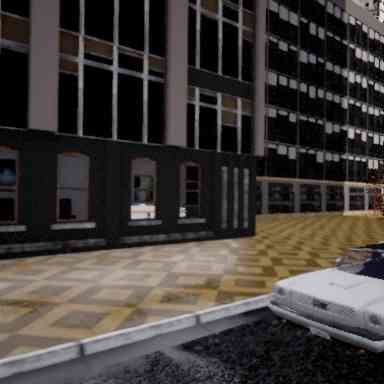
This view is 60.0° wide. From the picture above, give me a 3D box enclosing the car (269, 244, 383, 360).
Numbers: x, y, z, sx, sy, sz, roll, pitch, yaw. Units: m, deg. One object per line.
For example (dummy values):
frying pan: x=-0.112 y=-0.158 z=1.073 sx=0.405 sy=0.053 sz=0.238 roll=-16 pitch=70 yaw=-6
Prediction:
car: x=3.570 y=1.678 z=5.923 sx=4.718 sy=1.301 sz=1.895 roll=1 pitch=-1 yaw=-36
